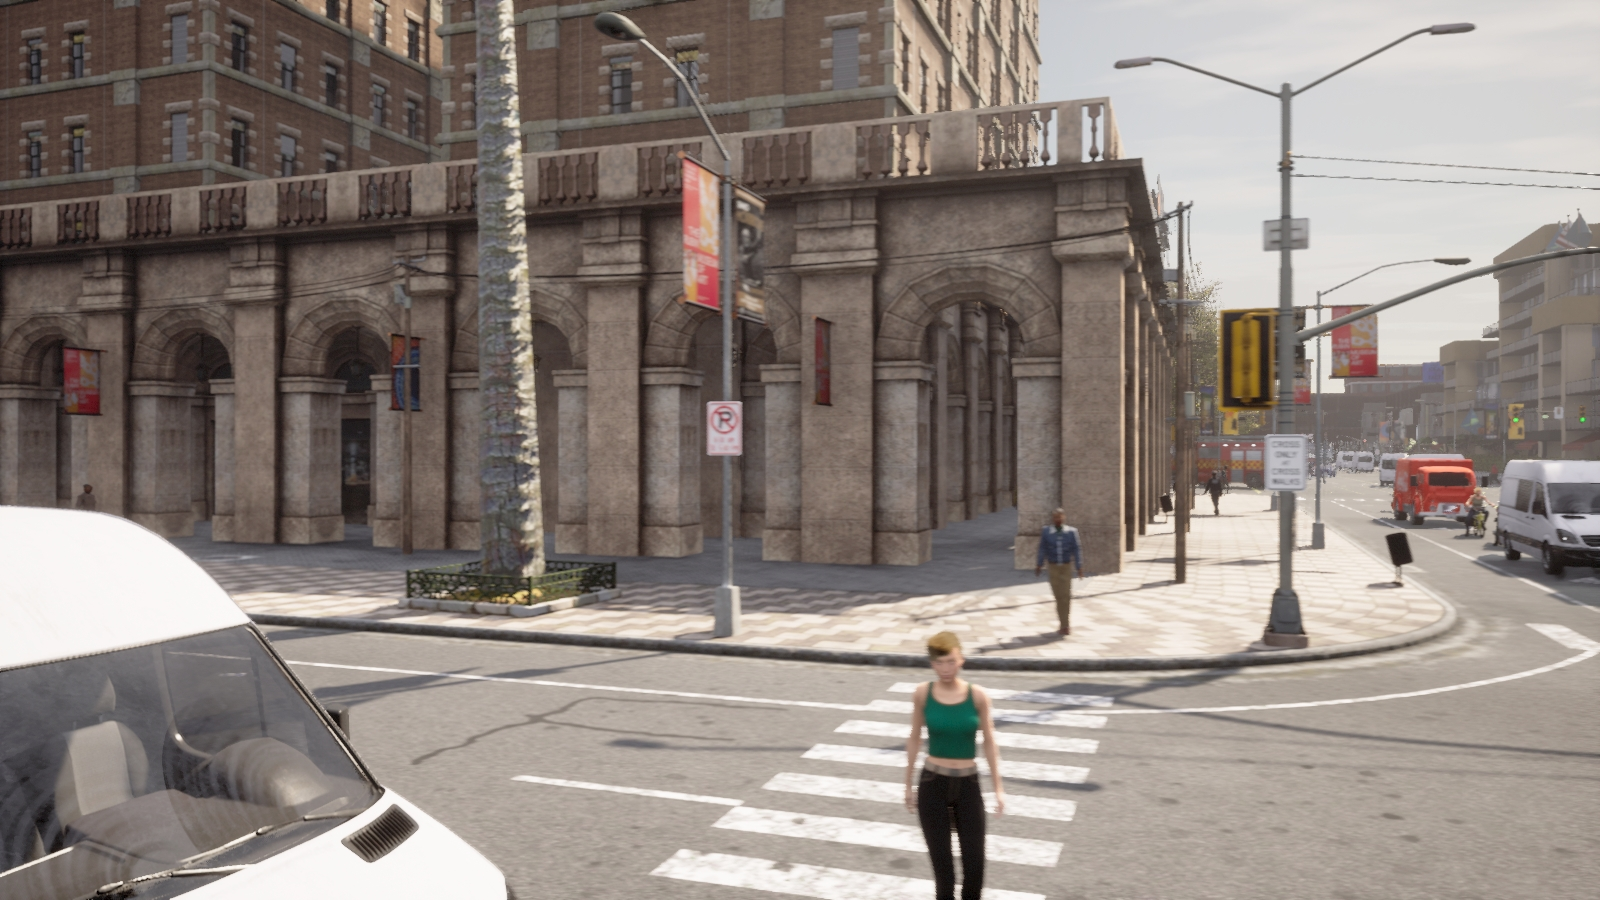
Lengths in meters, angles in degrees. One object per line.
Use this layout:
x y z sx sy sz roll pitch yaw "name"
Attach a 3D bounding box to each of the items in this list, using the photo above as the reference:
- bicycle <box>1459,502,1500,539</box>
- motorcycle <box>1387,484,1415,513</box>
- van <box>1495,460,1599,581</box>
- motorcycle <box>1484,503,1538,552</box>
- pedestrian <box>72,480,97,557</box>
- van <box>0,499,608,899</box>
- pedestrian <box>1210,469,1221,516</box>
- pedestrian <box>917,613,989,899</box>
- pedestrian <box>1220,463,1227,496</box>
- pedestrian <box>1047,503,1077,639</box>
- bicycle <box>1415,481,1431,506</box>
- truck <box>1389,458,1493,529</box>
21.856 2.259 36.772 0.859 1.080 1.487 0 0 20 "bicycle"
27.098 2.184 51.545 0.856 1.236 1.805 0 0 19 "motorcycle"
18.465 1.537 27.331 1.988 2.561 5.915 0 0 20 "van"
20.489 2.208 32.962 0.867 1.251 2.209 0 0 20 "motorcycle"
-17.664 1.684 28.204 0.375 1.860 0.375 0 0 19 "pedestrian"
-3.902 1.531 4.729 5.915 2.561 1.988 0 0 20 "van"
16.629 1.695 45.715 0.375 1.860 0.375 0 0 9 "pedestrian"
0.831 1.848 6.222 0.375 1.860 0.375 0 0 7 "pedestrian"
24.516 1.696 66.092 0.375 1.860 0.375 0 0 23 "pedestrian"
3.694 1.695 16.094 0.375 1.860 0.375 0 0 17 "pedestrian"
31.812 2.213 58.316 0.329 1.171 1.835 0 0 42 "bicycle"
24.276 1.569 43.511 2.627 2.467 5.204 0 0 20 "truck"
